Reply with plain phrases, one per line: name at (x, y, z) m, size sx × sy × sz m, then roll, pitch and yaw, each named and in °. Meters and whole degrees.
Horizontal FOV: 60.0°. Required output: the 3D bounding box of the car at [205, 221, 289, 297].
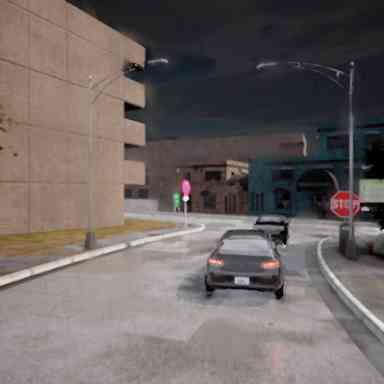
car at (1.502, 1.752, 9.192) m, size 1.812 × 1.442 × 4.674 m, roll 0°, pitch -2°, yaw 11°

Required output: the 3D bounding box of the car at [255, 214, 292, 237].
car at (4.592, 2.025, 19.057) m, size 2.128 × 1.511 × 4.902 m, roll 0°, pitch -2°, yaw 18°
